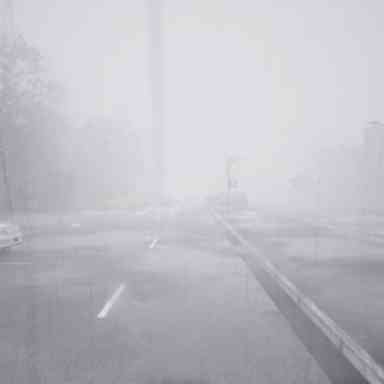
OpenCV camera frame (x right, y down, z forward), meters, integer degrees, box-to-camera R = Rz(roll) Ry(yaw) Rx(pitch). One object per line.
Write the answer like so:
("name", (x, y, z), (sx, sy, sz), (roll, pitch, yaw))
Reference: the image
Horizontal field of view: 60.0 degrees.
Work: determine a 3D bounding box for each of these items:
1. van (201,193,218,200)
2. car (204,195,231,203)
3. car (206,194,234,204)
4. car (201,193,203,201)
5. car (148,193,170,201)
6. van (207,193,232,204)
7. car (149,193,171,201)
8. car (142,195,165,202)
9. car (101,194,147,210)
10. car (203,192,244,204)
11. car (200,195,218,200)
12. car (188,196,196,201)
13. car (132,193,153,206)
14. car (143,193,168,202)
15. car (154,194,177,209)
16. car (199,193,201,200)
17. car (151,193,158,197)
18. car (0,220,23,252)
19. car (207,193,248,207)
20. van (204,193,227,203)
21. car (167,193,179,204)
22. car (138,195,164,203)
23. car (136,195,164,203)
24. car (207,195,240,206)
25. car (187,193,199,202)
("van", (4.806, 1.279, 90.305), (4.442, 1.987, 1.878), (0, 0, 0))
("car", (4.747, 1.336, 62.274), (4.892, 1.521, 2.231), (0, 0, 0))
("car", (4.780, 1.183, 56.667), (4.553, 1.767, 2.185), (0, 0, 0))
("car", (4.722, 1.048, 53.866), (5.566, 2.045, 2.435), (0, 0, 0))
("car", (-8.351, 1.209, 84.450), (5.566, 2.045, 2.435), (0, 0, 0))
("van", (4.861, 1.096, 59.471), (4.442, 1.987, 1.878), (0, 0, 0))
("car", (-8.356, 1.231, 87.112), (5.566, 2.045, 2.435), (0, 0, 0))
("car", (-8.387, 1.419, 73.310), (4.792, 1.488, 2.163), (0, 0, 0))
("car", (-8.322, 1.291, 39.893), (5.008, 1.535, 2.097), (0, 0, 0))
("car", (4.725, 1.032, 45.456), (5.566, 2.045, 2.435), (0, 0, 0))
("car", (4.713, 1.557, 93.106), (4.792, 1.488, 2.163), (0, 0, 0))
("car", (-0.034, 1.508, 79.087), (1.895, 1.301, 4.718), (0, 0, 0))
("car", (-8.332, 1.284, 45.461), (5.008, 1.535, 2.097), (0, 0, 0))
("car", (-8.336, 1.153, 76.095), (5.566, 2.045, 2.435), (0, 0, 0))
("car", (-3.332, 1.312, 42.597), (1.837, 1.490, 4.892), (0, 0, 0))
("car", (4.698, 1.124, 70.685), (5.566, 2.045, 2.435), (0, 0, 0))
("car", (-8.298, 1.174, 53.817), (4.553, 1.767, 2.185), (0, 0, 0))
("car", (-8.330, 1.464, 11.408), (4.674, 1.452, 2.002), (0, 0, 0))
("car", (4.759, 1.287, 42.655), (4.892, 1.521, 2.231), (0, 0, 0))
("van", (4.620, 1.123, 65.078), (4.442, 1.987, 1.878), (0, 0, 0))
("car", (-3.274, 1.399, 61.128), (2.033, 1.411, 5.357), (0, 0, 0))
("car", (-8.342, 1.363, 67.740), (5.008, 1.535, 2.097), (0, 0, 0))
("car", (-8.157, 1.347, 64.954), (5.366, 1.575, 1.946), (0, 0, 0))
("car", (4.746, 1.290, 51.060), (4.892, 1.521, 2.231), (0, 0, 0))
("car", (-0.015, 1.389, 68.999), (1.837, 1.490, 4.892), (0, 0, 0))
